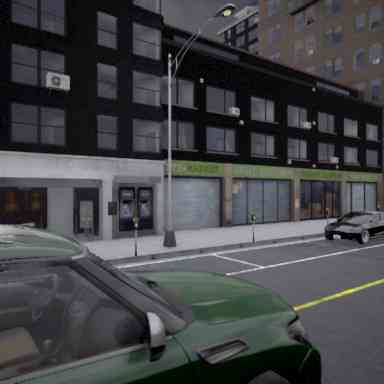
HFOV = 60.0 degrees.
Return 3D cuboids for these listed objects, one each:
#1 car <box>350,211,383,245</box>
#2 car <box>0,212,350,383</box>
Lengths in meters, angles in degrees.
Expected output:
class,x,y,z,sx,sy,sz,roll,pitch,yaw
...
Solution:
class,x,y,z,sx,sy,sz,roll,pitch,yaw
car,8.036,1.566,15.630,4.313,1.339,1.947,0,0,-36
car,-1.515,1.223,2.200,5.566,2.045,2.150,0,0,-35
